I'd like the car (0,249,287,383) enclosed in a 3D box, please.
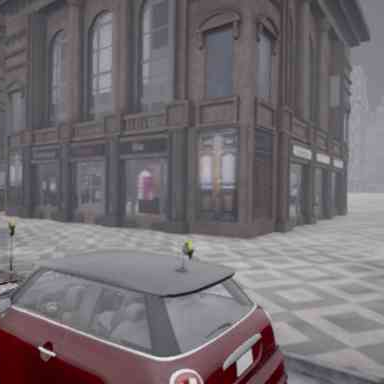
[{"bbox_3d":[-1.144,1.417,3.883,4.097,1.590,1.967,1,1,36],"label":"car"}]
